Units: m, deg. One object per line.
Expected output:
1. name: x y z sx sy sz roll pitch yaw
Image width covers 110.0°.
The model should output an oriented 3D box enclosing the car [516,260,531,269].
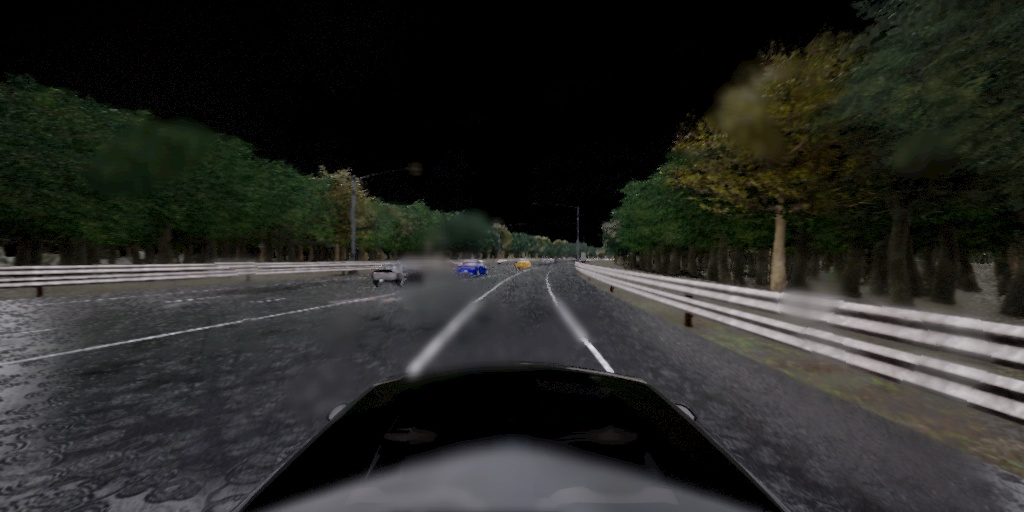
1. car: 2.077 1.386 62.721 1.882 1.535 5.008 0 0 13

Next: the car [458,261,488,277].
1. car: -3.855 1.278 36.385 1.882 1.535 5.008 0 0 13

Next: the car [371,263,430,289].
1. car: -6.919 1.217 22.780 2.128 1.511 4.902 0 0 13
